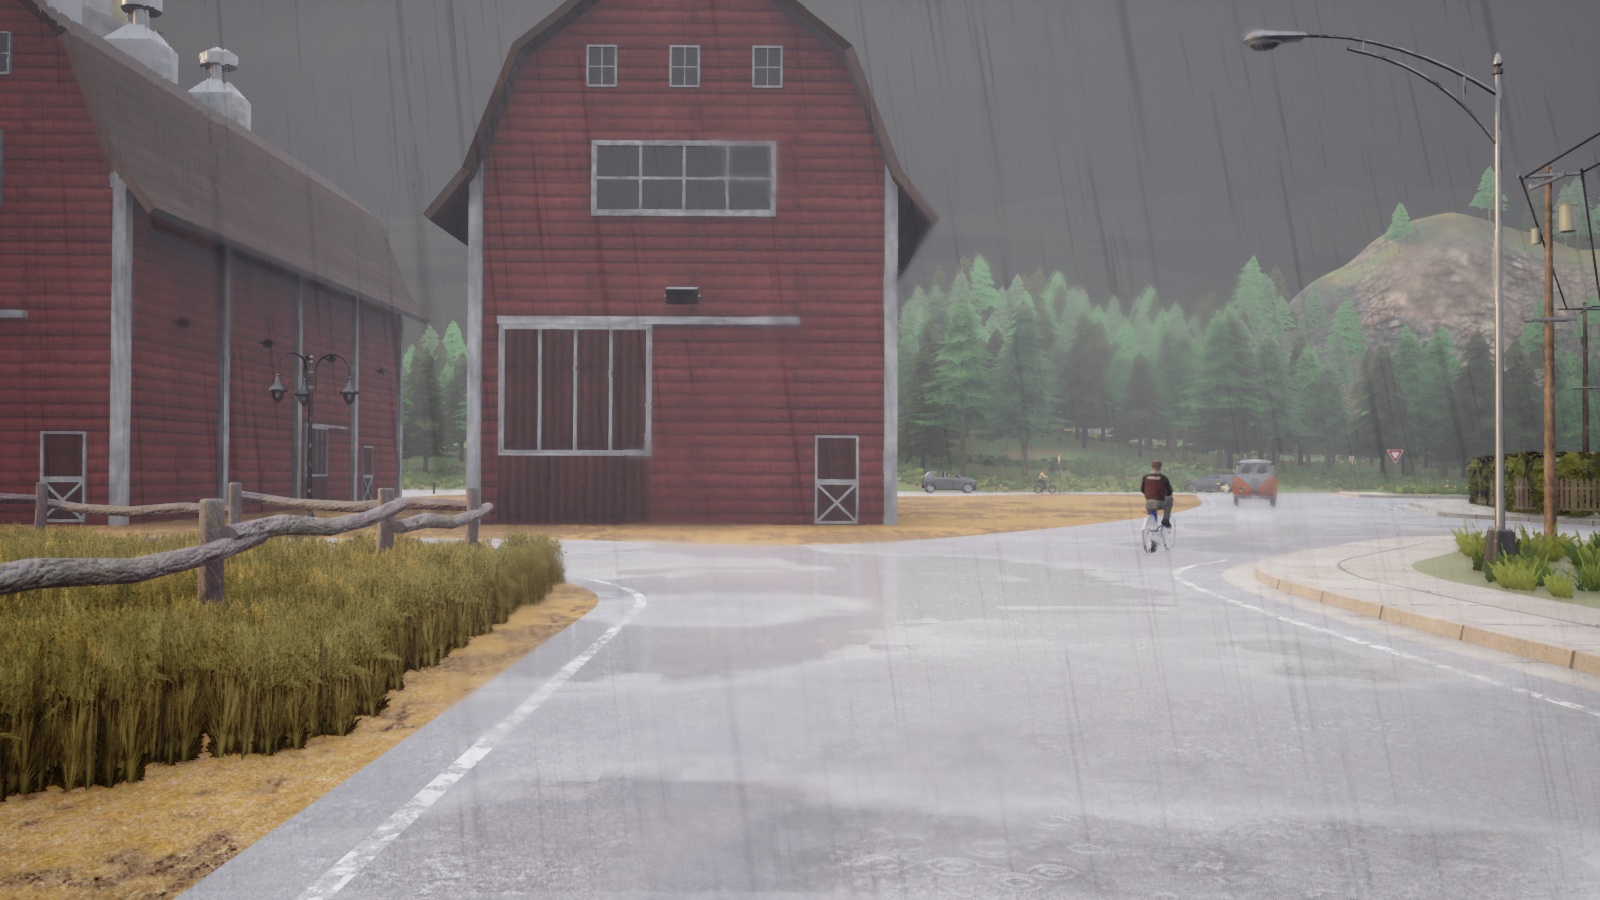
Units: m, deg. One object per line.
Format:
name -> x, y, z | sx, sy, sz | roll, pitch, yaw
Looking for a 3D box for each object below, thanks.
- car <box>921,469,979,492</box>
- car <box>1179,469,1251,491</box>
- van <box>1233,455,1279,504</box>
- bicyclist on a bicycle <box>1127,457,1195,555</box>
car -> 9.905, 2.043, 83.245 | 3.633, 1.501, 1.845 | 0, -1, 0
car -> 27.889, 2.021, 84.425 | 1.994, 1.385, 4.181 | 0, -2, -37
van -> 19.556, 1.243, 53.973 | 1.775, 1.987, 4.442 | -1, -1, 19
bicyclist on a bicycle -> 6.868, 1.023, 23.831 | 0.659, 1.776, 1.843 | -1, -1, 35
